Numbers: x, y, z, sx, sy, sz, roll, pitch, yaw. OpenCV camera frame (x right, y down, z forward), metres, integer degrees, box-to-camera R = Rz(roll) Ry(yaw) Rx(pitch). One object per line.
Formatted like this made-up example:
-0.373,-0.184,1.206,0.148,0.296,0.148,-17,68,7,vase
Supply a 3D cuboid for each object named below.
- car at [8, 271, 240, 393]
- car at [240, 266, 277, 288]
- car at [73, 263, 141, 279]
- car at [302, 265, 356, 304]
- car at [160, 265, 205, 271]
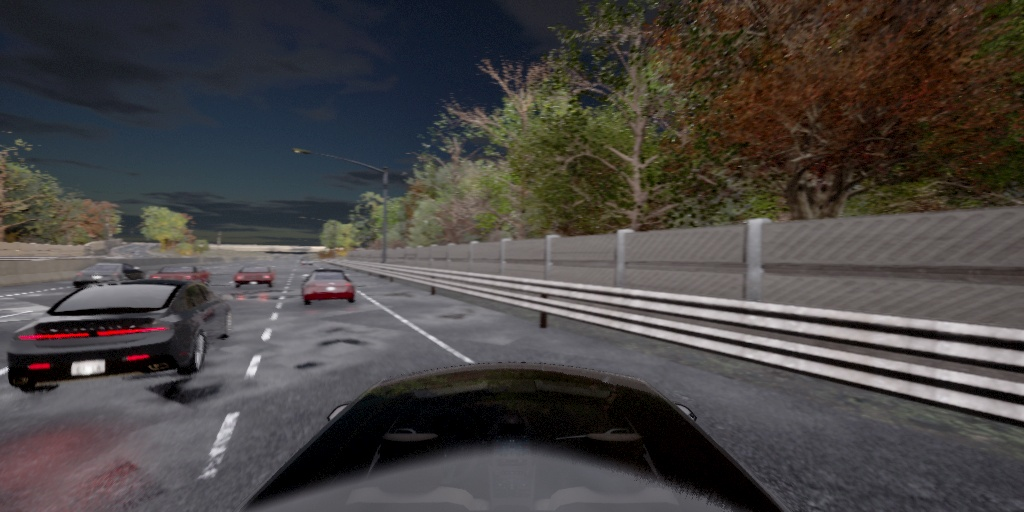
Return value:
-6.685,1.188,6.716,1.837,1.490,4.892,1,0,-30,car
-16.034,1.253,22.597,1.895,1.301,4.718,1,0,-31,car
-23.091,1.100,20.792,1.994,1.385,4.181,1,0,-30,car
-8.316,1.286,16.186,1.994,1.385,4.181,1,0,-30,car
-19.055,1.196,20.832,1.895,1.301,4.718,1,0,-31,car
